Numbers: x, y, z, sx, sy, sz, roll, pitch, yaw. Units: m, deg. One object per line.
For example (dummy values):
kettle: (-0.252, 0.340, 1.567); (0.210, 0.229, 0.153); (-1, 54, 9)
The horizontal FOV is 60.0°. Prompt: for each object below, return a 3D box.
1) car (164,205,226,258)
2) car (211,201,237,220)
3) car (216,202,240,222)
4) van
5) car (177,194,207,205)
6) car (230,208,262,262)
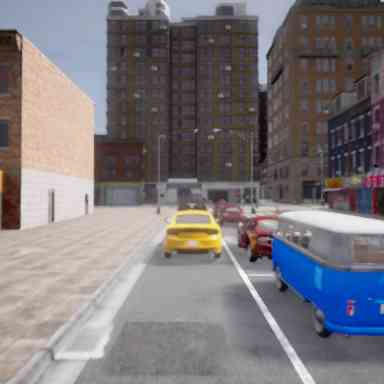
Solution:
car: (0.035, 1.438, 12.628); (1.882, 1.535, 5.008); (0, 0, 0)
car: (2.632, 1.514, 28.040); (1.802, 1.307, 4.206); (1, 0, 0)
car: (2.636, 1.523, 22.602); (1.802, 1.307, 4.206); (1, 0, 0)
van: (2.653, 1.319, 6.286); (1.690, 1.788, 3.998); (1, 0, 0)
car: (0.014, 1.154, 26.458); (2.150, 2.045, 5.566); (0, 0, 1)
car: (2.644, 1.507, 11.725); (1.887, 1.381, 4.507); (1, 0, 0)
